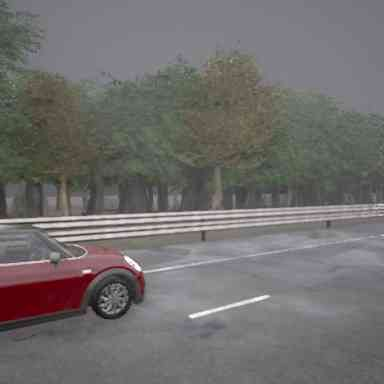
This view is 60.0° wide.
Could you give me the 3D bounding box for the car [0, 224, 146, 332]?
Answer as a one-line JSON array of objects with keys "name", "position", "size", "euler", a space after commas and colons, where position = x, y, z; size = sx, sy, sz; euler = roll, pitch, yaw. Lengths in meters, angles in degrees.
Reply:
[{"name": "car", "position": [-3.098, 1.354, 5.835], "size": [4.553, 1.767, 2.097], "euler": [0, 0, -35]}]
